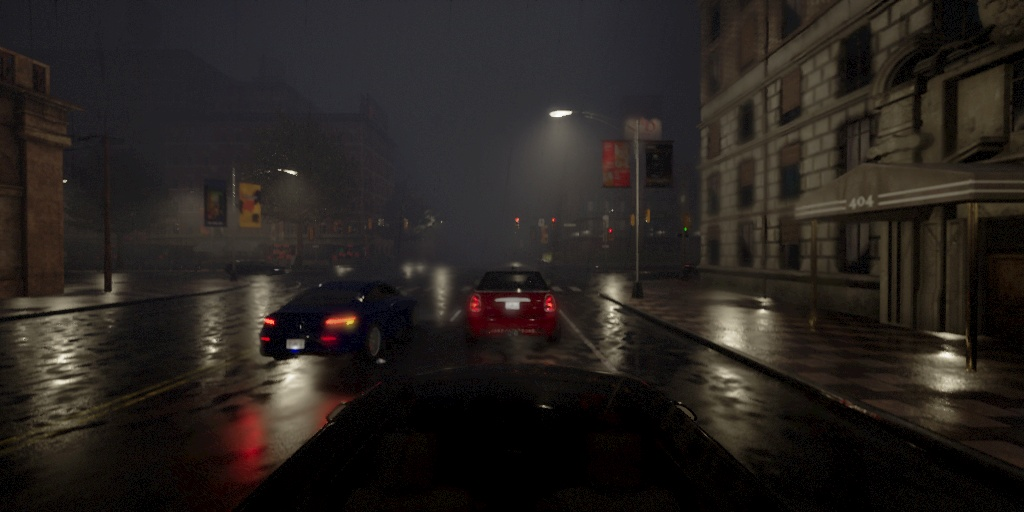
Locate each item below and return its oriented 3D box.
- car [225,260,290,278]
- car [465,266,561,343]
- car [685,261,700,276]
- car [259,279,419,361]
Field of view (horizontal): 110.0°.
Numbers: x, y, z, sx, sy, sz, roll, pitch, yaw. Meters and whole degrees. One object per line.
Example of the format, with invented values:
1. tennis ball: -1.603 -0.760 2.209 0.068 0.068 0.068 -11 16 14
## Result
1. car: -21.595 1.091 30.527 4.902 1.511 2.128 1 0 0
2. car: 0.018 1.046 9.644 2.097 1.767 4.553 0 0 0
3. car: 17.281 1.093 30.616 4.902 1.511 2.128 1 0 0
4. car: -3.476 1.230 8.059 1.812 1.442 4.674 0 0 0
